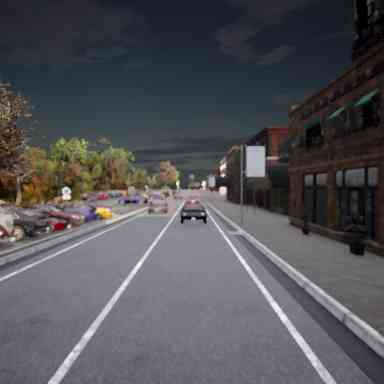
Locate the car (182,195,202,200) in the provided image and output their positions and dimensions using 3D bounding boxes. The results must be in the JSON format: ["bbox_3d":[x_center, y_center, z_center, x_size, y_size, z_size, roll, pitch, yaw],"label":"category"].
[{"bbox_3d":[0.133,1.249,41.330,2.097,1.767,4.553,0,0,0],"label":"car"}]

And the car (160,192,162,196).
[{"bbox_3d":[-9.265,1.183,67.174,5.008,1.535,2.097,0,0,0],"label":"car"}]

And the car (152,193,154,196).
[{"bbox_3d":[-9.341,1.264,55.872,4.674,1.452,2.002,0,0,0],"label":"car"}]

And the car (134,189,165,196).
[{"bbox_3d":[-9.212,0.921,69.999,5.566,2.045,2.435,0,0,0],"label":"car"}]

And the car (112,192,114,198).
[{"bbox_3d":[-21.752,1.138,78.402,5.008,1.535,2.097,0,0,0],"label":"car"}]

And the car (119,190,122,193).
[{"bbox_3d":[-21.725,1.017,87.008,4.792,1.488,2.163,0,1,0],"label":"car"}]

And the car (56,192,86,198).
[{"bbox_3d":[-21.867,1.087,58.749,4.553,1.767,2.185,0,0,0],"label":"car"}]

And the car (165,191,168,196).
[{"bbox_3d":[-9.139,1.088,84.150,4.674,1.452,2.002,0,1,0],"label":"car"}]

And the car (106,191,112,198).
[{"bbox_3d":[-21.750,0.900,75.566,5.566,2.045,2.435,0,0,0],"label":"car"}]

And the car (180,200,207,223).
[{"bbox_3d":[0.118,1.545,25.080,1.895,1.301,4.718,0,0,0],"label":"car"}]

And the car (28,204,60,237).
[{"bbox_3d":[-9.321,1.496,15.936,4.892,1.521,2.231,0,0,0],"label":"car"}]

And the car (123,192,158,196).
[{"bbox_3d":[-9.485,1.200,61.525,5.366,1.575,1.946,0,0,0],"label":"car"}]

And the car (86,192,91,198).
[{"bbox_3d":[-21.874,1.203,61.449,5.008,1.535,2.097,0,0,0],"label":"car"}]

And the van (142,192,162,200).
[{"bbox_3d":[-9.299,0.913,78.356,4.442,1.987,1.878,0,0,0],"label":"van"}]

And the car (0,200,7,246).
[{"bbox_3d":[-9.323,1.253,10.370,5.566,2.045,2.435,0,0,0],"label":"car"}]

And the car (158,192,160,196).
[{"bbox_3d":[-9.275,1.193,64.350,5.008,1.535,2.097,0,0,0],"label":"car"}]

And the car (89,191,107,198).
[{"bbox_3d":[-21.768,1.191,72.743,4.792,1.488,2.163,0,0,0],"label":"car"}]

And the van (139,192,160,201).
[{"bbox_3d":[-9.337,0.937,72.826,4.442,1.987,1.878,0,0,0],"label":"van"}]

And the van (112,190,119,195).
[{"bbox_3d":[-21.596,0.822,84.176,4.442,1.987,1.878,0,1,0],"label":"van"}]

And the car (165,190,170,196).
[{"bbox_3d":[-9.117,0.987,86.974,5.008,1.535,2.097,0,1,0],"label":"car"}]

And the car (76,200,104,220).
[{"bbox_3d":[-9.321,1.510,24.286,4.792,1.488,2.163,0,0,0],"label":"car"}]

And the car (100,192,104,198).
[{"bbox_3d":[-21.789,1.202,69.919,4.792,1.488,2.163,0,0,0],"label":"car"}]

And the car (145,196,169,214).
[{"bbox_3d":[-3.319,1.447,33.830,1.812,1.442,4.674,0,0,0],"label":"car"}]

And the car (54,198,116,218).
[{"bbox_3d":[-9.094,1.472,27.068,5.366,1.575,1.946,0,0,0],"label":"car"}]

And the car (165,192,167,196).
[{"bbox_3d":[-9.164,1.143,81.316,4.674,1.452,2.002,0,1,0],"label":"car"}]

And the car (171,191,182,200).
[{"bbox_3d":[-3.133,1.084,75.150,1.882,1.535,5.008,0,1,0],"label":"car"}]

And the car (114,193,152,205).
[{"bbox_3d":[-9.387,1.264,53.046,4.792,1.488,2.163,0,0,0],"label":"car"}]

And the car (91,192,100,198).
[{"bbox_3d":[-21.844,1.183,67.221,4.892,1.521,2.231,0,0,0],"label":"car"}]

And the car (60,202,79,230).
[{"bbox_3d":[-9.286,1.520,18.720,4.792,1.488,2.163,0,0,0],"label":"car"}]

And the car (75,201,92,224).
[{"bbox_3d":[-9.306,1.525,21.503,4.674,1.452,2.002,0,0,0],"label":"car"}]

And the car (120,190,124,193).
[{"bbox_3d":[-21.643,0.805,89.702,4.553,1.767,2.185,0,1,0],"label":"car"}]

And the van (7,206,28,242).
[{"bbox_3d":[-9.223,1.274,13.028,4.442,1.987,1.878,0,0,0],"label":"van"}]

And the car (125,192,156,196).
[{"bbox_3d":[-9.322,1.254,58.698,4.674,1.452,2.002,0,0,0],"label":"car"}]
